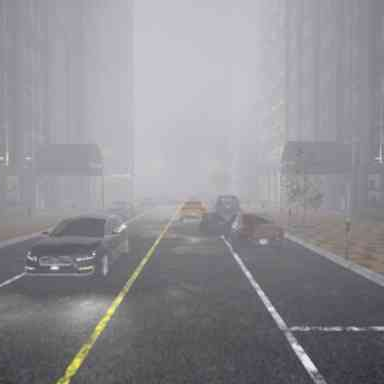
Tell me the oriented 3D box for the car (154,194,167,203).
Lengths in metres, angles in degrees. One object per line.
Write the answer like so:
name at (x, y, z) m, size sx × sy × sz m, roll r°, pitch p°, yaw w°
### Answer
car at (-5.718, 1.118, 60.734) m, size 1.752 × 1.417 × 4.829 m, roll -1°, pitch 0°, yaw 0°

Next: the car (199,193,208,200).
car at (2.659, 1.026, 77.876) m, size 1.947 × 1.339 × 4.313 m, roll -1°, pitch 0°, yaw 0°

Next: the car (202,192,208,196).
car at (2.664, 1.159, 55.348) m, size 1.752 × 1.417 × 4.829 m, roll -1°, pitch 0°, yaw 0°

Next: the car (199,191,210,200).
car at (2.656, 0.820, 72.200) m, size 2.192 × 1.841 × 5.009 m, roll -1°, pitch 0°, yaw 0°

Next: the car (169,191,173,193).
car at (-5.720, 1.087, 72.253) m, size 1.802 × 1.307 × 4.206 m, roll -1°, pitch 0°, yaw 0°

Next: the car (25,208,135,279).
car at (-3.102, 1.443, 9.940) m, size 1.837 × 1.490 × 4.892 m, roll 0°, pitch 0°, yaw 0°

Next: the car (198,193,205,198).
car at (2.655, 0.899, 94.902) m, size 1.802 × 1.307 × 4.206 m, roll -1°, pitch 1°, yaw 0°

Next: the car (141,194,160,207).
car at (-5.713, 1.284, 43.882) m, size 1.947 × 1.339 × 4.313 m, roll -1°, pitch 0°, yaw 0°

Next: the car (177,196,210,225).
car at (0.091, 1.321, 25.310) m, size 1.882 × 1.535 × 5.008 m, roll 0°, pitch 0°, yaw 0°

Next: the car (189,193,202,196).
car at (0.088, 1.208, 46.019) m, size 1.837 × 1.490 × 4.892 m, roll 0°, pitch 1°, yaw 0°

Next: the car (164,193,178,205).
car at (-3.014, 1.264, 52.323) m, size 1.895 × 1.301 × 4.718 m, roll 0°, pitch 0°, yaw 0°

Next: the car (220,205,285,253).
car at (2.348, 1.445, 13.238) m, size 1.812 × 1.442 × 4.674 m, roll 0°, pitch 0°, yaw 0°

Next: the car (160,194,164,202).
car at (-5.714, 1.242, 49.556) m, size 1.947 × 1.339 × 4.313 m, roll -1°, pitch 0°, yaw 0°

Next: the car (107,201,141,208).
car at (-5.710, 1.385, 26.859) m, size 2.008 × 1.369 × 4.403 m, roll -1°, pitch 0°, yaw 0°

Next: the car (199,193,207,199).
car at (2.657, 0.958, 83.553) m, size 1.887 × 1.381 × 4.507 m, roll -1°, pitch 0°, yaw 0°

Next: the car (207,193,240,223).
car at (2.667, 1.150, 26.803) m, size 2.192 × 1.841 × 5.009 m, roll -1°, pitch 0°, yaw 0°

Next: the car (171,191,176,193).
car at (-5.729, 0.631, 94.949) m, size 2.192 × 1.841 × 5.009 m, roll -1°, pitch 0°, yaw 0°
